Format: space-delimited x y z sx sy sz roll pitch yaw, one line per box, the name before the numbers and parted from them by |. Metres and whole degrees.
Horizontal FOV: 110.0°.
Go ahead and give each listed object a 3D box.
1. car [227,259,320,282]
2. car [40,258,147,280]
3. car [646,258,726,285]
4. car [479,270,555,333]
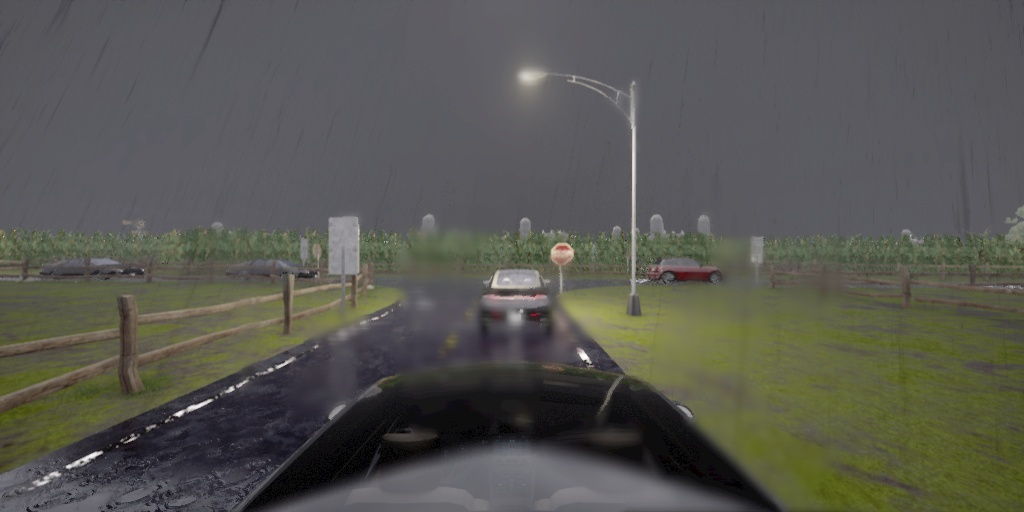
car | -15.446 0.908 23.424 5.357 1.411 2.033 0 0 0
car | -27.387 0.828 23.519 5.357 1.411 2.033 0 0 1
car | 11.240 0.914 23.193 4.553 1.767 2.097 0 0 -2
car | 0.161 1.136 10.381 2.128 1.511 4.902 0 1 2
